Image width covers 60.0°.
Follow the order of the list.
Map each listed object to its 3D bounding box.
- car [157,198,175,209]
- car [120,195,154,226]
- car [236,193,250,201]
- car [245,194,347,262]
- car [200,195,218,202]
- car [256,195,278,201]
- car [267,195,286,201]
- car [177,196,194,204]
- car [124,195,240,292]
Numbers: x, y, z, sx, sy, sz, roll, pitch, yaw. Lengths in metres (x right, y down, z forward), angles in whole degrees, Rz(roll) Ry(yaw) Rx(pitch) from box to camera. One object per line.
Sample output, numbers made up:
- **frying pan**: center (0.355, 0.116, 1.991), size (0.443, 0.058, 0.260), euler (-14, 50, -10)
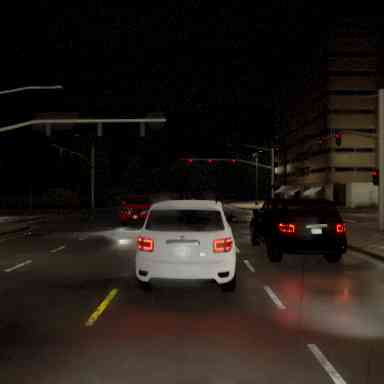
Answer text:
- **car**: center (-3.548, 1.526, 46.663), size (2.033, 1.411, 5.357), euler (0, 0, 1)
- **car**: center (-3.599, 1.215, 23.702), size (2.150, 2.045, 5.566), euler (0, 0, 0)
- **car**: center (13.073, 1.188, 80.741), size (5.566, 2.045, 2.150), euler (0, 0, -41)
- **car**: center (3.577, 1.216, 12.180), size (2.150, 2.045, 5.566), euler (0, 0, 0)
- **car**: center (3.819, 1.465, 75.719), size (1.837, 1.490, 4.892), euler (0, 0, 34)
- **car**: center (18.202, 1.503, 80.233), size (5.357, 1.411, 2.033), euler (0, 0, -34)
- **car**: center (21.840, 1.484, 86.259), size (4.674, 1.442, 1.812), euler (0, 0, -22)
- **car**: center (-1.215, 1.475, 65.483), size (1.837, 1.490, 4.892), euler (0, 0, 19)
- **car**: center (0.016, 1.217, 9.154), size (2.150, 2.045, 5.566), euler (0, 0, 4)
